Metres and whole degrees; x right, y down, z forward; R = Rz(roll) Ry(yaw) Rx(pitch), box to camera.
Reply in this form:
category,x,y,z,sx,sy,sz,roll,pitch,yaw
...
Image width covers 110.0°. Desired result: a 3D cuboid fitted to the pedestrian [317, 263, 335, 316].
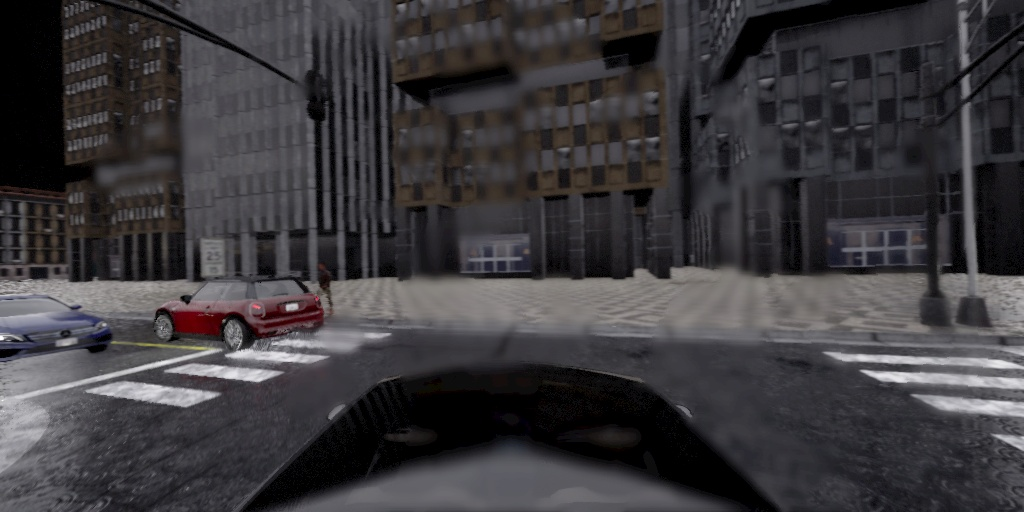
category,x,y,z,sx,sy,sz,roll,pitch,yaw
pedestrian,-6.361,1.106,12.079,0.375,1.860,0.375,-2,0,17

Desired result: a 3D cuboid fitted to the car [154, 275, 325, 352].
category,x,y,z,sx,sy,sz,roll,pitch,yaw
car,-7.370,1.339,9.697,4.553,1.767,2.097,-2,0,23

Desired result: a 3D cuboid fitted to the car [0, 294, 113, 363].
category,x,y,z,sx,sy,sz,roll,pitch,yaw
car,-11.669,1.631,8.292,4.674,1.442,1.812,-2,0,17
